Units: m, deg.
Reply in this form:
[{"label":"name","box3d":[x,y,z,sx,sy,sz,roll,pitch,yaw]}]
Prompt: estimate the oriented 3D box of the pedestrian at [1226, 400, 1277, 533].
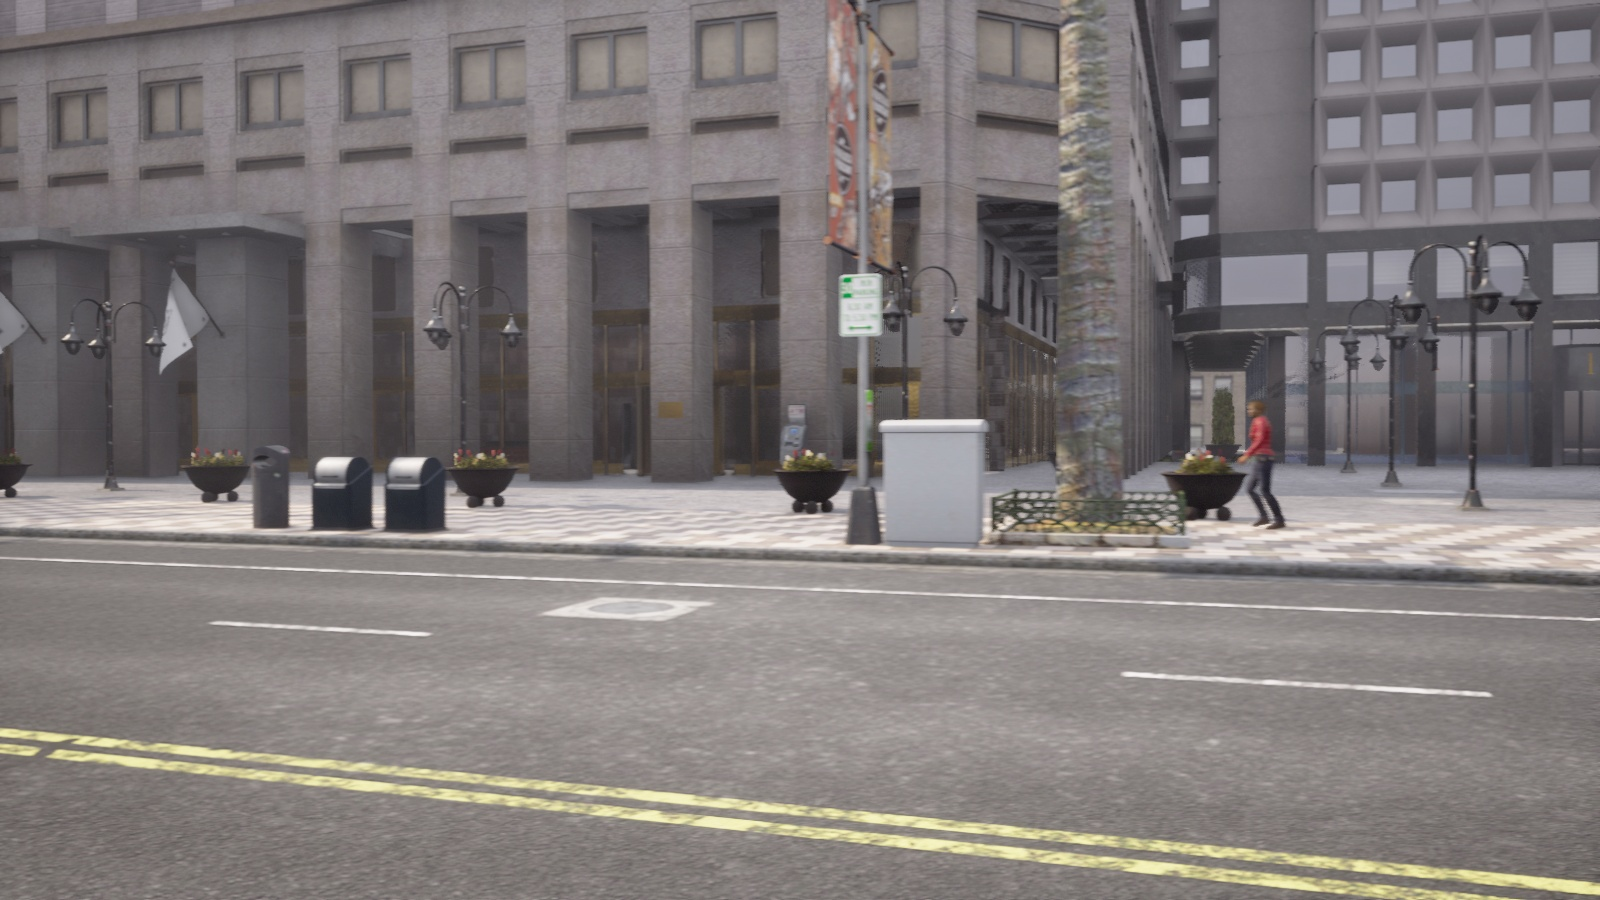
[{"label":"pedestrian","box3d":[6.320,0.226,17.581,0.636,1.846,0.331,0,1,16]}]
